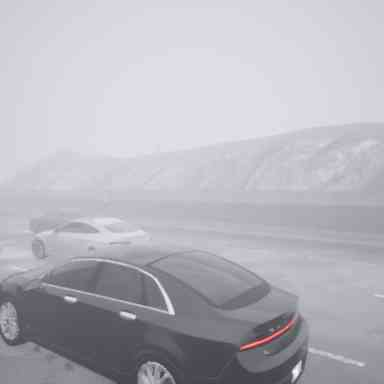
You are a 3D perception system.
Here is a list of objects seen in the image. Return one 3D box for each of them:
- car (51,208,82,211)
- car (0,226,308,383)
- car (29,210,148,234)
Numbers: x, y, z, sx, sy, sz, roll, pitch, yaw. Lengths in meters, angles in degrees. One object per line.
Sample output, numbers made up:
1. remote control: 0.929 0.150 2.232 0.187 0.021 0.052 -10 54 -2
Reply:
1. car: -6.756 1.549 17.570 4.181 1.385 1.994 0 0 36
2. car: -0.934 1.509 4.712 4.892 1.490 1.837 0 0 36
3. car: -3.242 1.524 10.689 4.674 1.442 1.812 0 0 36
